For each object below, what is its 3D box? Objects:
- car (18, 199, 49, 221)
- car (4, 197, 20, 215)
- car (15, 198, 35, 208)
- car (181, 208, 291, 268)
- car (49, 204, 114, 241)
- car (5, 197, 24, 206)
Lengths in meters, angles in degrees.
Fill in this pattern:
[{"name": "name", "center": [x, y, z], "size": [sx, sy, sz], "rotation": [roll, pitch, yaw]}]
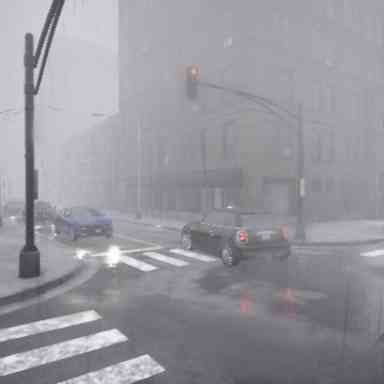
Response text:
[{"name": "car", "center": [-11.670, 1.519, 25.362], "size": [1.837, 1.490, 4.892], "rotation": [0, 0, -36]}, {"name": "car", "center": [-17.882, 1.566, 33.959], "size": [2.033, 1.411, 5.357], "rotation": [0, 0, -36]}, {"name": "car", "center": [-24.272, 1.619, 48.249], "size": [1.895, 1.301, 4.718], "rotation": [0, 0, -36]}, {"name": "car", "center": [1.300, 1.349, 11.722], "size": [2.097, 1.767, 4.553], "rotation": [0, 0, -25]}, {"name": "car", "center": [-5.634, 1.485, 17.024], "size": [1.882, 1.535, 5.008], "rotation": [0, 0, -35]}, {"name": "car", "center": [-30.116, 1.568, 56.346], "size": [2.033, 1.411, 5.357], "rotation": [0, 0, -38]}]
